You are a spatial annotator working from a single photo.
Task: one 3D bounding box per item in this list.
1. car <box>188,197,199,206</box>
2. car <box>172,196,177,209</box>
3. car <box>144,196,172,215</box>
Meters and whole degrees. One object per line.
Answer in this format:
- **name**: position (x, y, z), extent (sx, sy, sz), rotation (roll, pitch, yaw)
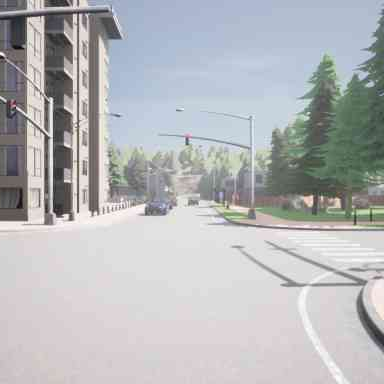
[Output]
- **car**: position (0.225, 1.547, 55.778), extent (2.033, 1.411, 5.357), rotation (0, 0, 0)
- **car**: position (-3.413, 1.491, 42.518), extent (2.128, 1.511, 4.902), rotation (0, 0, 1)
- **car**: position (-3.455, 1.352, 33.300), extent (2.097, 1.767, 4.553), rotation (0, 0, 0)
